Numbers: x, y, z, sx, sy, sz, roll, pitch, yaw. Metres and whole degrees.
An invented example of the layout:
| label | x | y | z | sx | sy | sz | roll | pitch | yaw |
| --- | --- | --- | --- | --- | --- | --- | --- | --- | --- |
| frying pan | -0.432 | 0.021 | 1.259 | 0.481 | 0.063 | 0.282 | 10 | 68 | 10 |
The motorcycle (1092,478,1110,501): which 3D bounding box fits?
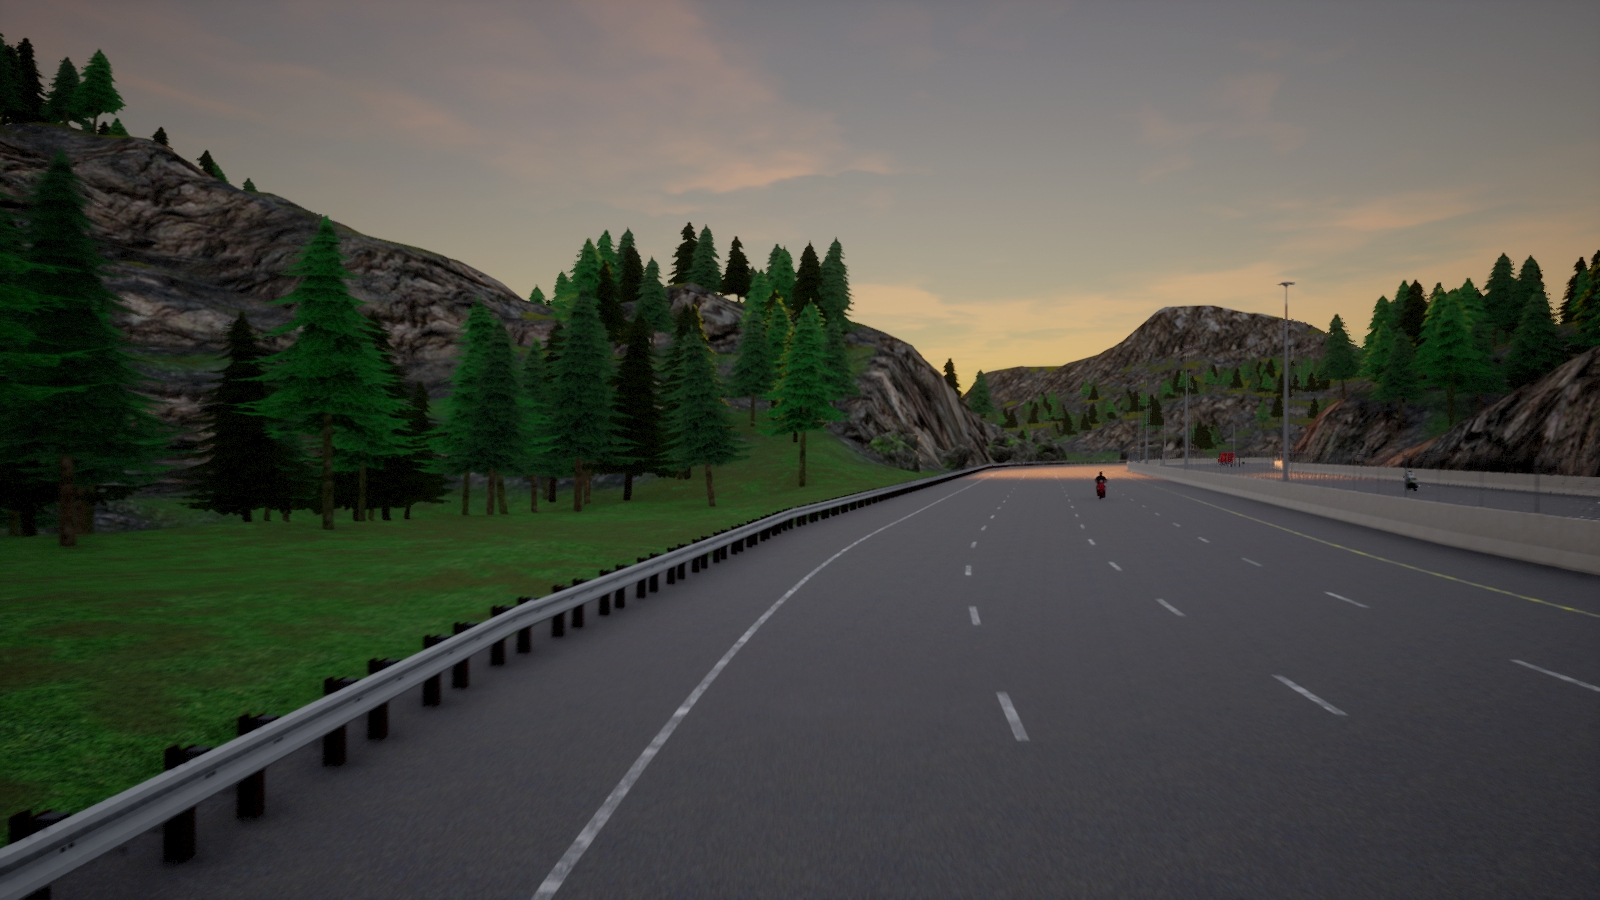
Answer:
| label | x | y | z | sx | sy | sz | roll | pitch | yaw |
| --- | --- | --- | --- | --- | --- | --- | --- | --- | --- |
| motorcycle | 17.002 | 2.204 | 64.545 | 0.856 | 1.236 | 1.805 | 0 | 0 | 12 |
